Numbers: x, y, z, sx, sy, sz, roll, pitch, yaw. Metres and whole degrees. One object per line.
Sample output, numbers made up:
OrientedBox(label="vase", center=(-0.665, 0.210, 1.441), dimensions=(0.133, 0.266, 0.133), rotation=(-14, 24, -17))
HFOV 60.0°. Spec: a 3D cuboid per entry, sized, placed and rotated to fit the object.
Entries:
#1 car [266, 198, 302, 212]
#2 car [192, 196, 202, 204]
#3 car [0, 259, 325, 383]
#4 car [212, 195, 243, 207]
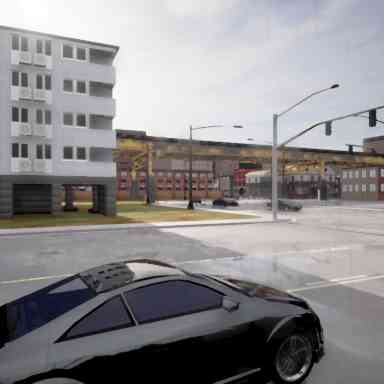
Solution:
OrientedBox(label="car", center=(10.545, 1.506, 38.335), dimensions=(1.837, 1.490, 4.892), rotation=(0, 0, -25))
OrientedBox(label="car", center=(0.796, 1.547, 63.332), dimensions=(2.033, 1.411, 5.357), rotation=(0, 0, -2))
OrientedBox(label="car", center=(-0.379, 1.564, 4.054), dimensions=(4.181, 1.385, 1.994), rotation=(0, 0, -30))
OrientedBox(label="car", center=(4.974, 1.547, 50.153), dimensions=(2.033, 1.411, 5.357), rotation=(0, 0, -24))
